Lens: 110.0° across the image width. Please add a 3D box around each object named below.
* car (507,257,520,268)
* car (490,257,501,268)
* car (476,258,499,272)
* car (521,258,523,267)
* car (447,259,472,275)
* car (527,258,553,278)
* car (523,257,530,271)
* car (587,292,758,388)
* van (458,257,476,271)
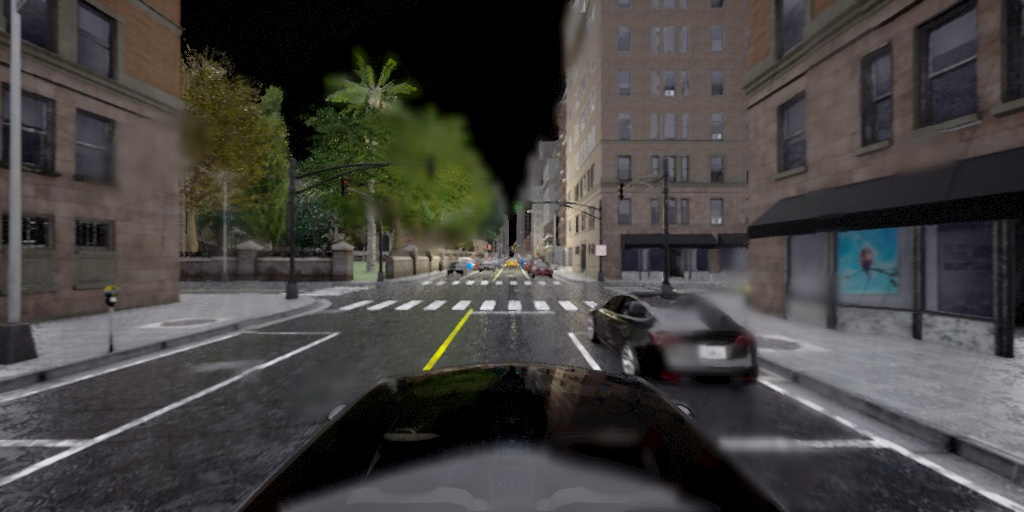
[{"bbox_3d":[0.004,1.246,63.995,1.882,1.535,5.008,0,0,0],"label":"car"},{"bbox_3d":[-3.016,1.293,62.309,1.812,1.442,4.674,0,0,0],"label":"car"},{"bbox_3d":[-3.072,1.326,44.919,1.994,1.385,4.181,0,0,0],"label":"car"},{"bbox_3d":[2.671,1.308,49.624,1.888,1.381,4.507,0,0,0],"label":"car"},{"bbox_3d":[-5.855,1.325,38.826,1.948,1.339,4.313,0,0,0],"label":"car"},{"bbox_3d":[2.670,1.198,33.400,1.967,1.591,4.097,0,0,0],"label":"car"},{"bbox_3d":[2.670,1.075,38.808,2.192,1.841,5.009,0,0,0],"label":"car"},{"bbox_3d":[2.669,1.316,6.835,1.948,1.339,4.313,0,0,0],"label":"car"},{"bbox_3d":[-5.855,1.102,44.232,1.690,1.789,3.998,0,0,0],"label":"van"}]
